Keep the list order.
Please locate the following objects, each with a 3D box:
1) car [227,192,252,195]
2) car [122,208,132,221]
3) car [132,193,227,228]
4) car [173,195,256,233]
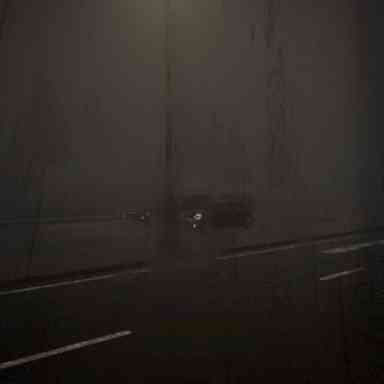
[{"bbox_3d":[3.106,1.067,28.836,5.566,2.045,2.150,-1,1,-35],"label":"car"},{"bbox_3d":[-2.731,1.409,24.628,4.902,1.511,2.128,-1,0,-35],"label":"car"},{"bbox_3d":[-0.726,1.186,21.760,5.566,2.045,2.150,-1,0,-35],"label":"car"},{"bbox_3d":[1.352,1.278,18.943,4.553,1.767,2.097,-1,0,-35],"label":"car"}]
